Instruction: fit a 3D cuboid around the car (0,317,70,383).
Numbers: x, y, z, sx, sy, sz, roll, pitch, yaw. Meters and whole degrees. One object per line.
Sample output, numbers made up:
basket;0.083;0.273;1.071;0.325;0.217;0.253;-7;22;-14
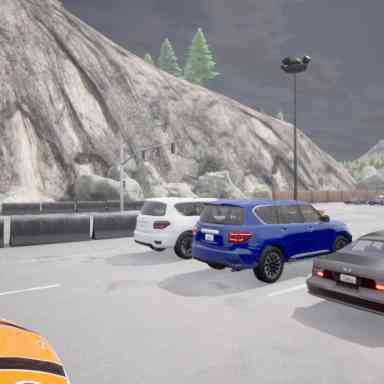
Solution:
car;-2.939;1.350;1.644;4.553;1.767;2.097;0;0;-36

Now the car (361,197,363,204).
car;26.122;1.406;53.293;4.181;1.385;1.994;0;0;-36

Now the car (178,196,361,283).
car;2.550;1.221;9.920;5.566;2.045;2.150;0;0;-38

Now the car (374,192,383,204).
car;35.298;1.016;59.886;5.566;2.045;2.150;0;0;-36

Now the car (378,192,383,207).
car;28.379;1.202;46.290;4.553;1.767;2.097;0;0;-36

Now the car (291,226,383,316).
car;4.740;1.547;7.213;5.357;1.411;2.033;0;0;-36

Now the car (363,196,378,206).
car;28.591;1.403;50.764;4.181;1.385;1.994;0;0;-36

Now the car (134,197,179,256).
car;0.525;1.221;12.797;5.566;2.045;2.150;0;0;-36
